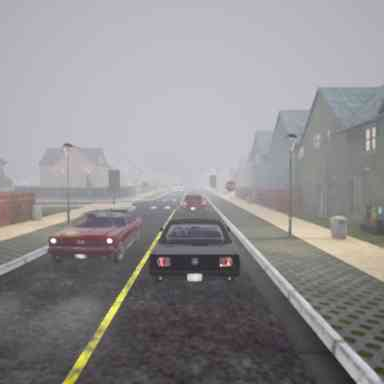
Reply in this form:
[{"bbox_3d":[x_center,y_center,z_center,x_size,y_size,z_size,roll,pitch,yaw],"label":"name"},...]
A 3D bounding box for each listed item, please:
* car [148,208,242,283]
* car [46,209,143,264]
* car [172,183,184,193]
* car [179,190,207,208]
[{"bbox_3d":[0.078,1.331,8.764,1.895,1.301,4.718,0,2,1],"label":"car"},{"bbox_3d":[-2.843,1.272,10.701,1.895,1.301,4.718,0,2,0],"label":"car"},{"bbox_3d":[-2.750,-0.832,68.042,2.150,2.045,5.566,0,2,0],"label":"car"},{"bbox_3d":[0.075,0.822,23.088,1.812,1.442,4.674,0,1,0],"label":"car"}]
